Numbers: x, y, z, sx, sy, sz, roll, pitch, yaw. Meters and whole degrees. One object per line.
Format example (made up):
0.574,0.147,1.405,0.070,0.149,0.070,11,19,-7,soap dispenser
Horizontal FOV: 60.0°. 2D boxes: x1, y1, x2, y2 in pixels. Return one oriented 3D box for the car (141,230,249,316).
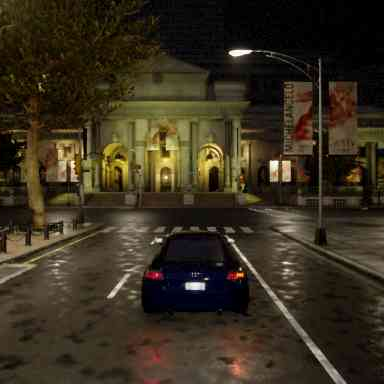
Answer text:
0.070,1.564,7.639,1.994,1.385,4.181,0,0,0,car
